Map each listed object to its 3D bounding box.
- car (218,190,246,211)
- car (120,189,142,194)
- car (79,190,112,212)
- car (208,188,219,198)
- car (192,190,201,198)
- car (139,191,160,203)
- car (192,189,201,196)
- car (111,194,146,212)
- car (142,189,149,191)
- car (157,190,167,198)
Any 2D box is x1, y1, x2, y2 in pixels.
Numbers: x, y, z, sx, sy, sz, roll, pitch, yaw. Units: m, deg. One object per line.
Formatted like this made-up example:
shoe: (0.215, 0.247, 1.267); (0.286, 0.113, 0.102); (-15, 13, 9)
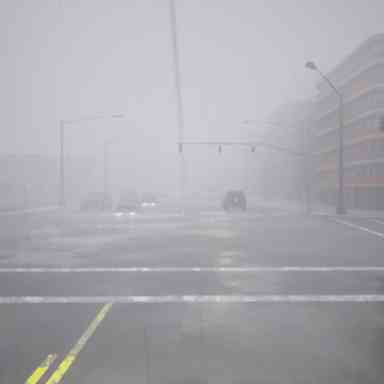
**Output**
car: (4.401, 0.852, 35.578); (2.150, 2.045, 5.566); (0, 1, 0)
car: (-9.710, 0.508, 51.341); (2.150, 2.045, 5.566); (0, 2, 1)
car: (-9.790, 0.881, 34.424); (2.150, 2.045, 5.566); (0, 1, 0)
car: (4.415, 0.146, 66.278); (2.150, 2.045, 5.566); (0, 1, 0)
car: (0.917, 0.515, 66.718); (1.895, 1.301, 4.718); (0, 1, 0)
car: (-6.236, 0.911, 48.911); (1.994, 1.385, 4.181); (0, 1, 0)
car: (0.955, 0.139, 76.692); (2.033, 1.411, 5.357); (0, 1, 0)
car: (-6.308, 1.216, 33.823); (2.033, 1.411, 5.357); (0, 1, 0)
car: (-9.585, 0.247, 67.736); (2.097, 1.767, 4.553); (0, 1, 0)
car: (-6.125, 0.316, 64.764); (2.097, 1.767, 4.553); (0, 1, 1)
